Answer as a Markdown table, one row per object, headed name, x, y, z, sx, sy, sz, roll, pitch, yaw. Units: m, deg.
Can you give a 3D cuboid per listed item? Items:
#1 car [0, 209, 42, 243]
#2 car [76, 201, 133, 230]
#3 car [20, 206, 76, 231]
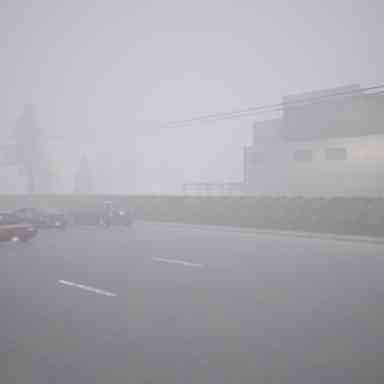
| name | x | y | z | sx | sy | sz | roll | pitch | yaw |
| --- | --- | --- | --- | --- | --- | --- | --- | --- | --- |
| car | -8.910 | 1.590 | 14.653 | 4.718 | 1.301 | 1.895 | 0 | 0 | 36 |
| car | -5.920 | 1.341 | 21.118 | 4.553 | 1.767 | 2.097 | 0 | 0 | 36 |
| car | -9.007 | 1.513 | 19.006 | 4.674 | 1.442 | 1.812 | 0 | 0 | 35 |
